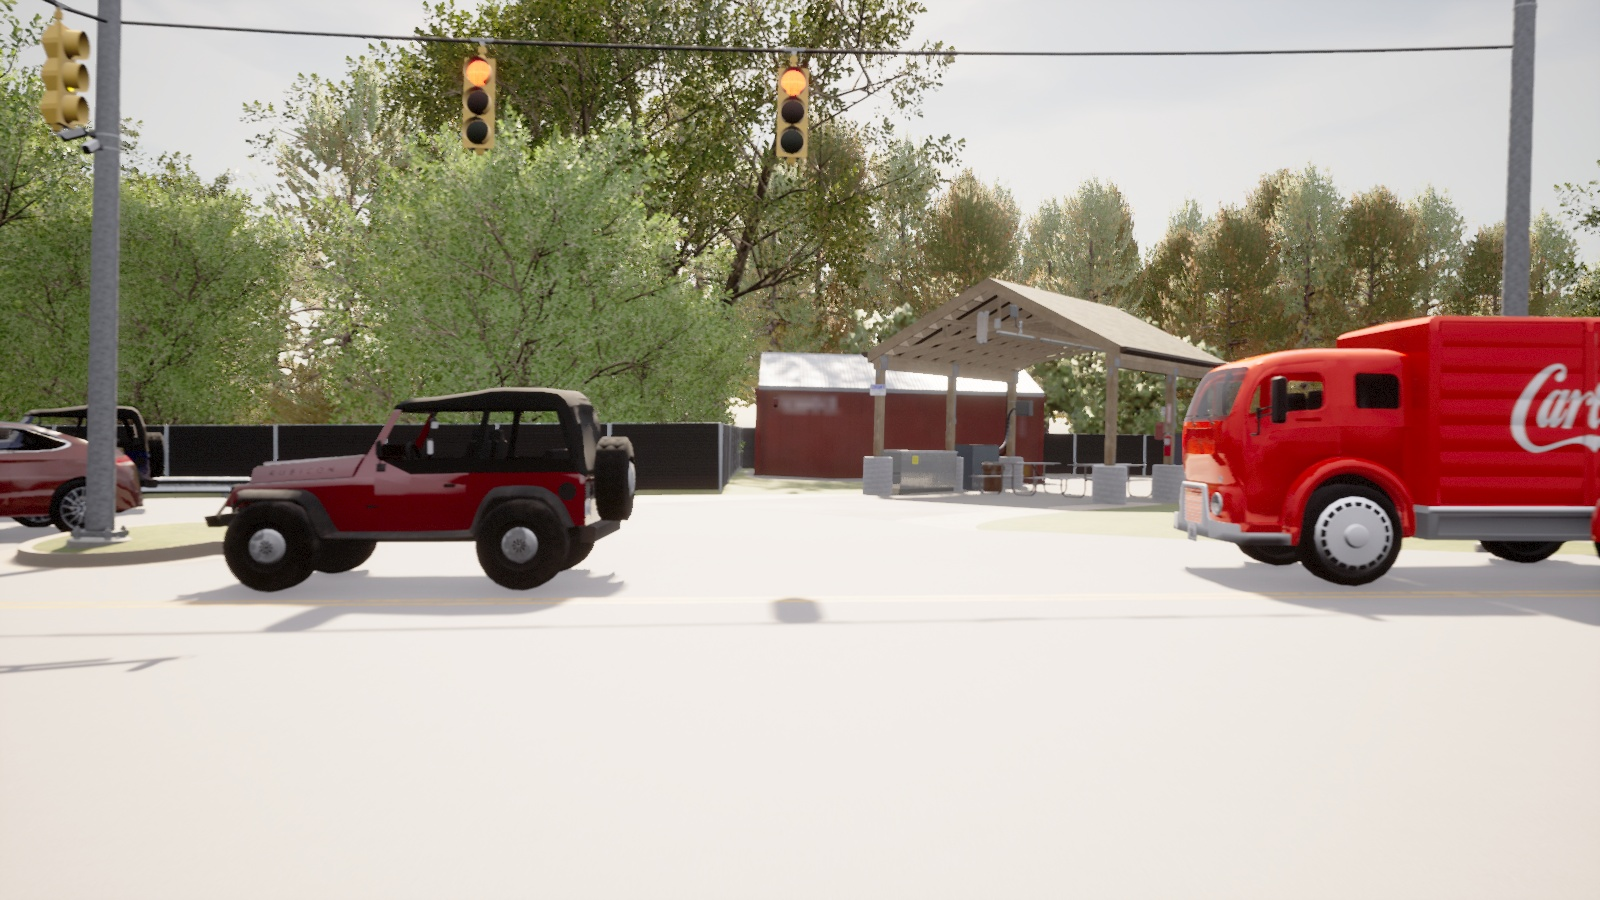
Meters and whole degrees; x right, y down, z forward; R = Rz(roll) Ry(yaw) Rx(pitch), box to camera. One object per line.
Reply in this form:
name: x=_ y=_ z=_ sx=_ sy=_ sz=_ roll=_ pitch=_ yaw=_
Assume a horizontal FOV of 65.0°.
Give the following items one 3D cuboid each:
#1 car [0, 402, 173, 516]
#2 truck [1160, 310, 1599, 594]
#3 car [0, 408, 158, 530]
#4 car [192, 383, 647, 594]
car: x=-13.235 y=0.125 z=21.872 sx=3.866 sy=1.878 sz=1.905 roll=0 pitch=2 yaw=-36
truck: x=6.503 y=0.006 z=12.280 sx=5.204 sy=2.467 sz=2.627 roll=0 pitch=1 yaw=1
car: x=-11.985 y=0.231 z=17.409 sx=2.152 sy=1.651 sz=5.027 roll=2 pitch=1 yaw=41
car: x=-3.552 y=0.339 z=12.304 sx=3.866 sy=1.878 sz=1.905 roll=0 pitch=1 yaw=0
